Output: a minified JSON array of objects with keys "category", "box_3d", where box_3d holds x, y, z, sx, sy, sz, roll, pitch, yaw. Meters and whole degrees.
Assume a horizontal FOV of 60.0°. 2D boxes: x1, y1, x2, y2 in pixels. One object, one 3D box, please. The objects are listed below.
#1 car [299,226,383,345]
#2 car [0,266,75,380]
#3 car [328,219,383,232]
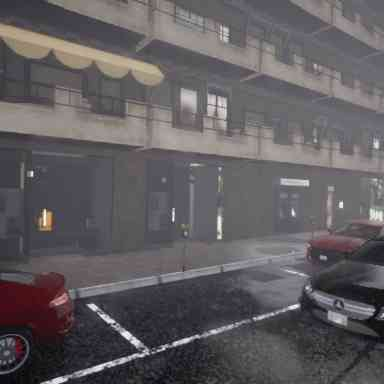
[{"category":"car","box_3d":[3.961,1.532,6.072,4.674,1.442,1.812,0,0,-35]},{"category":"car","box_3d":[-3.616,1.581,3.966,4.206,1.307,1.802,0,1,-35]},{"category":"car","box_3d":[5.425,1.554,10.396,4.507,1.381,1.887,0,1,-35]}]
